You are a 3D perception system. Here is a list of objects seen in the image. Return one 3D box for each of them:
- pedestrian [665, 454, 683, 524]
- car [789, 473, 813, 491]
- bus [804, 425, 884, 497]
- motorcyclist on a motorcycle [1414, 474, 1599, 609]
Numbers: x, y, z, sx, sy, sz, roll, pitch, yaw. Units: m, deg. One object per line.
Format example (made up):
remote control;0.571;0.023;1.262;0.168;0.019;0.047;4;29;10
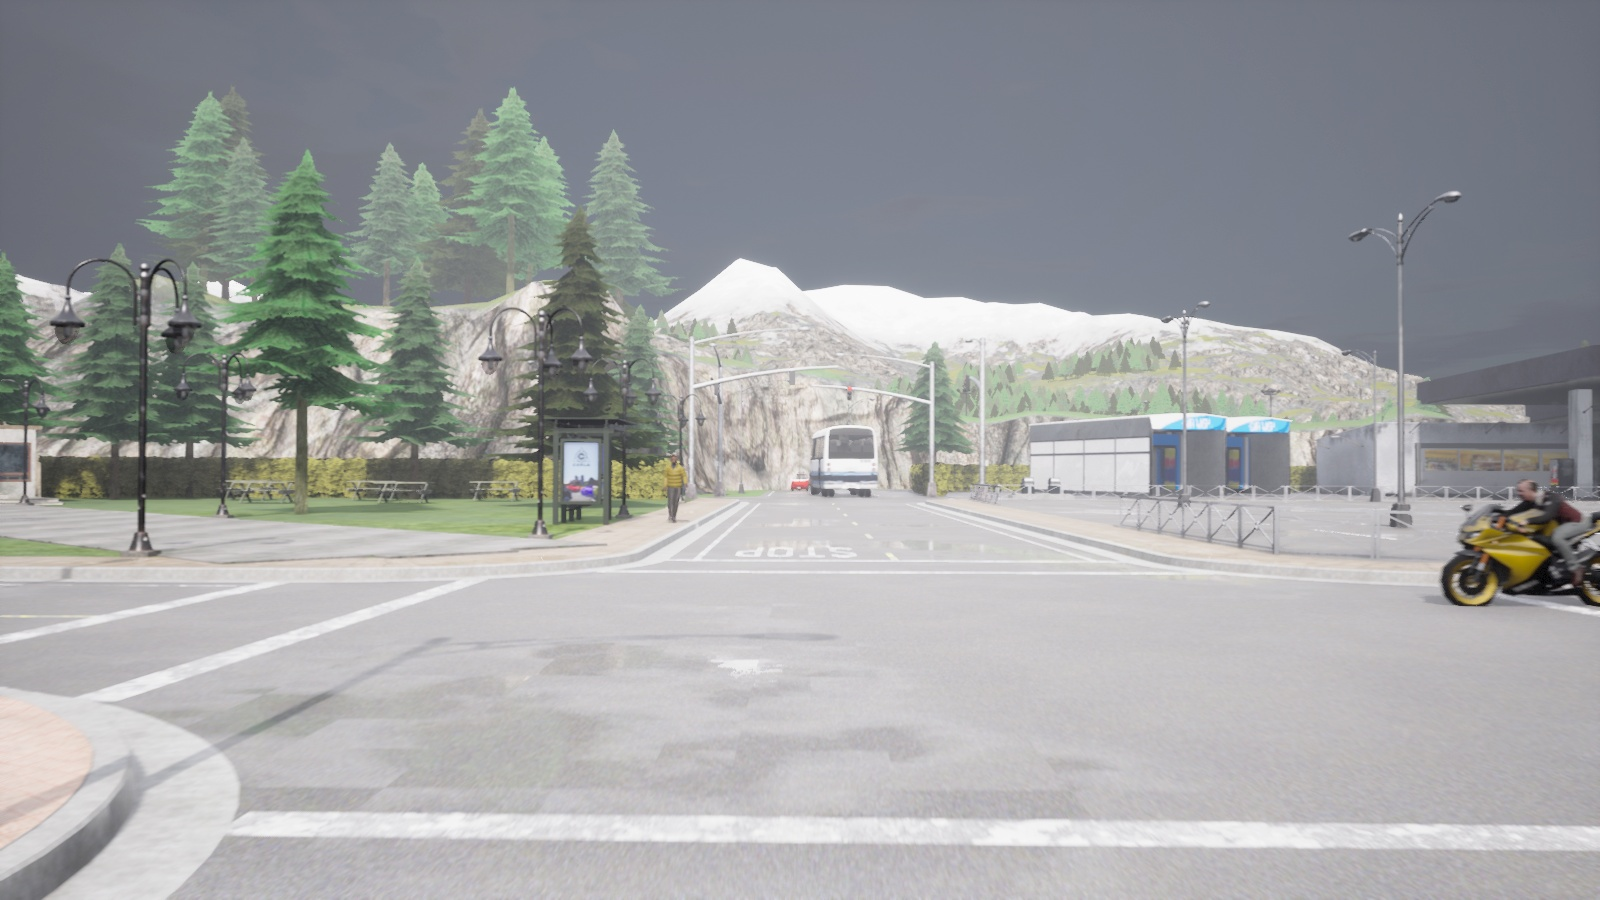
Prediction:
pedestrian;-3.353;1.043;33.414;0.431;1.840;0.709;0;-1;-2
car;0.098;2.487;96.648;1.481;1.376;2.207;-1;-1;9
bus;2.605;0.757;79.435;3.944;4.253;10.273;0;-1;-4
motorcyclist on a motorcycle;8.556;1.055;14.800;2.191;1.530;0.866;0;-1;0
